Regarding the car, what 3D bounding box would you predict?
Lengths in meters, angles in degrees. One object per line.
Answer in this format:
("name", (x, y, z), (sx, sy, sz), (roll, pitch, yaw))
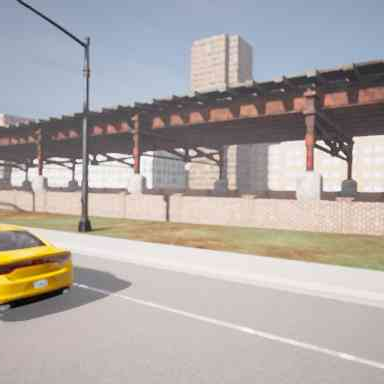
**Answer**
("car", (-4.696, 1.456, 7.325), (5.008, 1.535, 1.882), (0, 0, 35))
